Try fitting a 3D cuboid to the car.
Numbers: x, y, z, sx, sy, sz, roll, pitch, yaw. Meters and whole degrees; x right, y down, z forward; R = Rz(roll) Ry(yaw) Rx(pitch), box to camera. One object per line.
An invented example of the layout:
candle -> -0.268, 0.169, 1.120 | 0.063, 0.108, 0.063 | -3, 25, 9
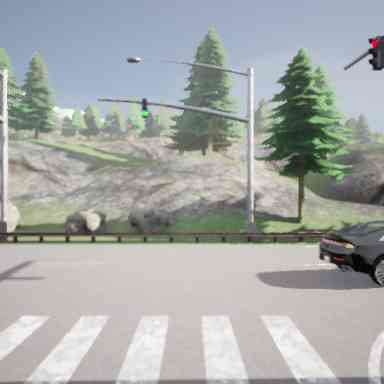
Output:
car -> 5.949, 1.528, 8.951 | 4.902, 1.511, 2.128 | 0, -1, -6
